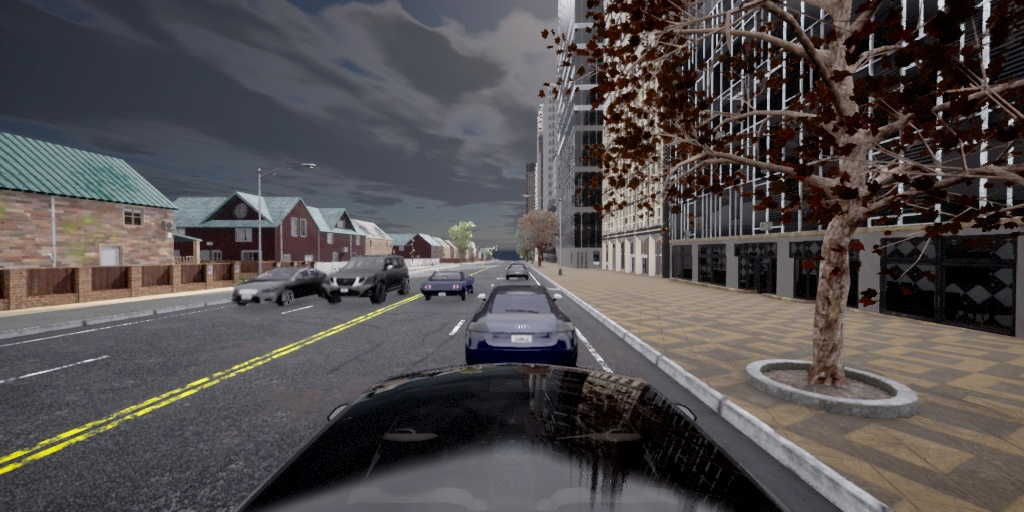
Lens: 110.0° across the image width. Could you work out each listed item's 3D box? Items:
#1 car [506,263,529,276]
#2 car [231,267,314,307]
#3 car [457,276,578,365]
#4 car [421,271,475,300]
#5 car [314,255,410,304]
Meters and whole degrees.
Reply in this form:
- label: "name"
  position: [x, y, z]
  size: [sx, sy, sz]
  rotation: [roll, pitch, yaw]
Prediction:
- label: "car"
  position: [0.469, 1.335, 31.899]
  size: [1.994, 1.385, 4.181]
  rotation: [0, 0, 1]
- label: "car"
  position: [-9.683, 1.243, 15.576]
  size: [2.128, 1.511, 4.902]
  rotation: [0, 0, 1]
- label: "car"
  position: [0.173, 1.313, 7.828]
  size: [1.994, 1.385, 4.181]
  rotation: [0, 0, 0]
- label: "car"
  position: [-2.958, 1.354, 17.590]
  size: [1.895, 1.301, 4.718]
  rotation: [0, 0, 1]
- label: "car"
  position: [-6.420, 0.974, 16.564]
  size: [2.150, 2.045, 5.566]
  rotation: [0, 0, 1]
